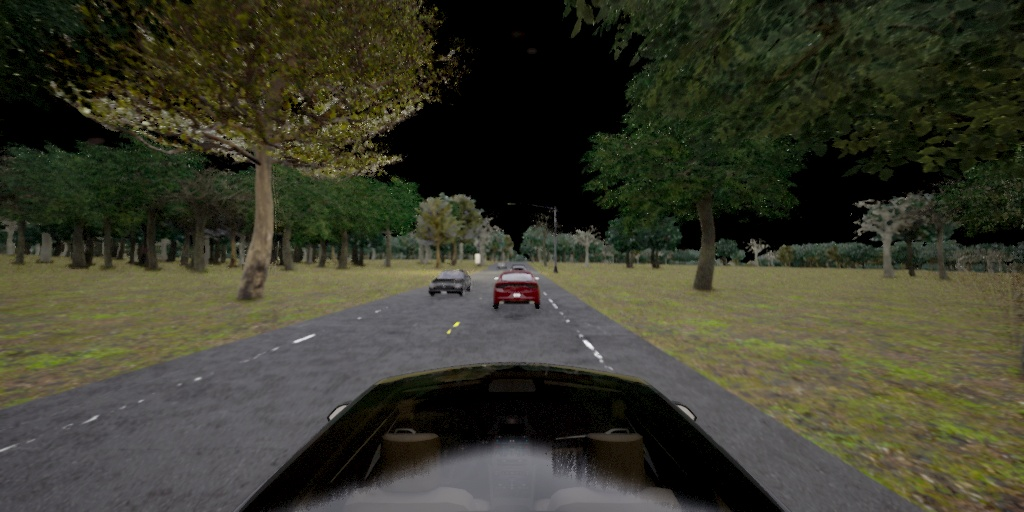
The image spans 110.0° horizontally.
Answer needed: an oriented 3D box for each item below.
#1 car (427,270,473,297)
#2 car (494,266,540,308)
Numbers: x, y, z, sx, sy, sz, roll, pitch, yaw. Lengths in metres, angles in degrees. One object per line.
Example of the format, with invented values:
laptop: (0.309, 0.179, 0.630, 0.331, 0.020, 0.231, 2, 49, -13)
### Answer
car: (-3.427, 1.509, 20.934, 2.033, 1.411, 5.357, 0, -1, 1)
car: (0.220, 1.386, 16.271, 1.882, 1.535, 5.008, 0, -1, 1)
